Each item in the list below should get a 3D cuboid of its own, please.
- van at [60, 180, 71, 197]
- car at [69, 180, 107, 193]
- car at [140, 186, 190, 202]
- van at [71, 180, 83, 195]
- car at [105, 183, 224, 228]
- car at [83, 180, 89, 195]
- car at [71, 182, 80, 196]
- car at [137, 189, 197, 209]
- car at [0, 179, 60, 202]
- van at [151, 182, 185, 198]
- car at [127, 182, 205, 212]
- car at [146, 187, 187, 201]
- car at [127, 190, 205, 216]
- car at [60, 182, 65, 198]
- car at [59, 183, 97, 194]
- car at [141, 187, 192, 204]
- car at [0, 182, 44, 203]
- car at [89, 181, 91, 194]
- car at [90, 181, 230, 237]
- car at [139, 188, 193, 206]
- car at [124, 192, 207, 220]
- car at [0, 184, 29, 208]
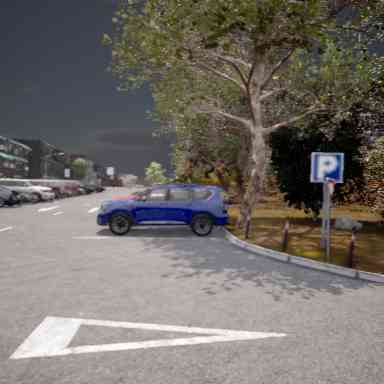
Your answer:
[{"bbox_3d":[-15.661,-0.283,35.354,4.442,1.987,1.878,1,2,-4],"label":"van"},{"bbox_3d":[-17.152,-0.900,54.910,5.566,2.045,2.435,1,1,-4],"label":"car"},{"bbox_3d":[-2.934,0.233,36.395,5.366,1.575,1.946,1,2,-4],"label":"car"},{"bbox_3d":[-16.298,-0.465,40.927,4.442,1.987,1.878,1,2,-4],"label":"van"},{"bbox_3d":[-1.359,0.620,16.965,5.566,2.045,2.435,1,2,-4],"label":"car"},{"bbox_3d":[-16.417,-0.451,43.731,4.553,1.767,2.185,1,2,-4],"label":"car"},{"bbox_3d":[-15.991,-0.147,38.146,4.892,1.521,2.231,1,2,-4],"label":"car"},{"bbox_3d":[-2.116,0.533,28.081,4.792,1.488,2.163,1,2,-4],"label":"car"},{"bbox_3d":[-15.342,-0.134,29.757,5.566,2.045,2.435,1,2,-4],"label":"car"},{"bbox_3d":[-3.229,-0.246,44.742,4.442,1.987,1.878,1,2,-4],"label":"van"},{"bbox_3d":[-1.963,0.341,25.294,5.566,2.045,2.435,1,2,-4],"label":"car"},{"bbox_3d":[-2.954,0.192,39.186,4.674,1.452,2.002,1,2,-4],"label":"car"},{"bbox_3d":[-1.745,0.684,22.526,5.008,1.535,2.097,1,2,-4],"label":"car"},{"bbox_3d":[-15.586,0.028,32.557,5.008,1.535,2.097,1,2,-4],"label":"car"},{"bbox_3d":[-16.783,-0.493,49.327,4.892,1.521,2.231,1,2,-4],"label":"car"},{"bbox_3d":[-2.553,0.327,33.630,5.008,1.535,2.097,1,2,-4],"label":"car"},{"bbox_3d":[-15.178,0.206,26.964,4.892,1.521,2.231,1,2,-4],"label":"car"},{"bbox_3d":[-16.554,-0.660,46.524,5.566,2.045,2.435,1,2,-4],"label":"car"},{"bbox_3d":[-1.165,0.712,14.312,5.566,2.045,2.435,1,2,-4],"label":"car"},{"bbox_3d":[-2.376,0.444,30.853,4.792,1.488,2.163,1,2,-4],"label":"car"},{"bbox_3d":[-1.551,0.813,19.875,4.674,1.452,2.002,1,2,-4],"label":"car"},{"bbox_3d":[-15.000,0.324,24.174,4.792,1.488,2.163,1,2,-4],"label":"car"}]
